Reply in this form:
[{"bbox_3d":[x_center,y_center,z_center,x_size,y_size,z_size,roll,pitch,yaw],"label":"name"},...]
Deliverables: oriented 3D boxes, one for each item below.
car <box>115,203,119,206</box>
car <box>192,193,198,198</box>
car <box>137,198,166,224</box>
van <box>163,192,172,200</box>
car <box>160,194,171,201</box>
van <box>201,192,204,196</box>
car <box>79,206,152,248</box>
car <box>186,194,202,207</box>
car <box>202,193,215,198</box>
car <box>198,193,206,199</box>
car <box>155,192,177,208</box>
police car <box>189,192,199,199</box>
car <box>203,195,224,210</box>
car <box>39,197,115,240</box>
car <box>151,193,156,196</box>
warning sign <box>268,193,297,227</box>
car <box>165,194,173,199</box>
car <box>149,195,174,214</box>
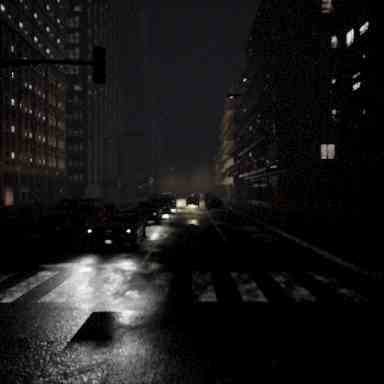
[{"bbox_3d":[-5.693,1.432,22.127,1.947,1.339,4.313,0,0,0],"label":"car"},{"bbox_3d":[0.898,1.020,94.731,1.812,1.442,4.674,0,0,0],"label":"car"},{"bbox_3d":[-3.100,1.383,23.567,1.812,1.442,4.674,0,0,0],"label":"car"},{"bbox_3d":[-5.695,0.915,77.353,1.690,1.788,3.998,0,0,0],"label":"van"},{"bbox_3d":[-5.695,1.151,71.832,2.008,1.369,4.403,0,0,0],"label":"car"},{"bbox_3d":[2.686,1.051,49.740,1.690,1.788,3.998,0,0,0],"label":"van"},{"bbox_3d":[-3.090,1.512,14.455,1.895,1.301,4.718,0,0,-1],"label":"car"},{"bbox_3d":[0.099,1.331,45.969,1.895,1.301,4.718,0,0,0],"label":"car"},{"bbox_3d":[2.687,1.264,44.388,1.752,1.417,4.829,0,0,0],"label":"car"},{"bbox_3d":[2.686,1.073,88.400,2.008,1.369,4.403,0,0,0],"label":"car"},{"bbox_3d":[-3.044,1.101,42.463,2.097,1.767,4.553,0,0,0],"label":"car"},{"bbox_3d":[0.461,0.946,88.738,1.930,1.638,5.238,0,0,-8],"label":"police car"},{"bbox_3d":[2.687,1.336,38.695,1.947,1.339,4.313,0,0,0],"label":"car"},{"bbox_3d":[-5.694,1.214,16.603,2.192,1.841,5.009,0,0,0],"label":"car"},{"bbox_3d":[-5.694,1.276,49.742,1.947,1.339,4.313,0,0,0],"label":"car"},{"bbox_3d":[5.067,1.001,18.727,1.300,1.860,1.060,0,0,0],"label":"warning sign"},{"bbox_3d":[-5.695,1.092,82.877,1.887,1.381,4.507,0,0,0],"label":"car"},{"bbox_3d":[-3.087,1.330,32.746,1.812,1.442,4.674,0,0,0],"label":"car"}]
